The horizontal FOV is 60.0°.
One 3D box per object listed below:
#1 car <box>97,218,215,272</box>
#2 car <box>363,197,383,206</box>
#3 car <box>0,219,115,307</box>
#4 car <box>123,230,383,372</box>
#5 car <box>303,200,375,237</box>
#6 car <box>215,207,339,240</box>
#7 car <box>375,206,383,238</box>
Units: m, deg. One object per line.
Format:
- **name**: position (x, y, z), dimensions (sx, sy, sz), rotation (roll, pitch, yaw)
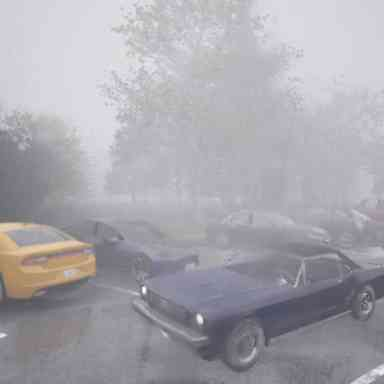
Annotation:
- **car**: position (-2.006, 1.519, 9.717), dimensions (4.792, 1.488, 2.163), rotation (-1, -1, 35)
- **car**: position (10.180, 1.272, 18.171), dimensions (5.566, 2.045, 2.435), rotation (-1, -1, 36)
- **car**: position (-4.458, 1.485, 8.016), dimensions (5.008, 1.535, 2.097), rotation (-1, -1, 35)
- **car**: position (1.432, 1.604, 5.768), dimensions (4.718, 1.301, 1.895), rotation (0, 0, -35)
- **car**: position (5.314, 1.381, 14.794), dimensions (4.553, 1.767, 2.185), rotation (-1, -1, 35)
- **car**: position (2.841, 1.501, 13.142), dimensions (4.892, 1.521, 2.231), rotation (-1, -1, 35)
- **car**: position (7.746, 1.555, 16.494), dimensions (4.674, 1.452, 2.002), rotation (-1, -1, 36)
